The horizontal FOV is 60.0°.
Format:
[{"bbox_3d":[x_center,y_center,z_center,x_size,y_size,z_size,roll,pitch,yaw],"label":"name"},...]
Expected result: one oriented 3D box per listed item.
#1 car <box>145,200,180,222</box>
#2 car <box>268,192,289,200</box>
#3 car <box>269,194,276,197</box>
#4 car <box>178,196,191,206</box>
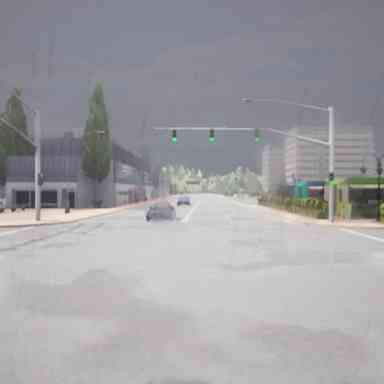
[{"bbox_3d":[-2.324,1.525,25.729,1.994,1.385,4.181,0,0,2],"label":"car"},{"bbox_3d":[21.346,1.018,82.424,4.605,1.855,1.932,0,0,1],"label":"car"},{"bbox_3d":[21.245,1.026,79.531,3.866,1.878,1.905,0,0,1],"label":"car"},{"bbox_3d":[-1.231,1.391,51.728,1.882,1.535,5.008,0,0,2],"label":"car"}]
